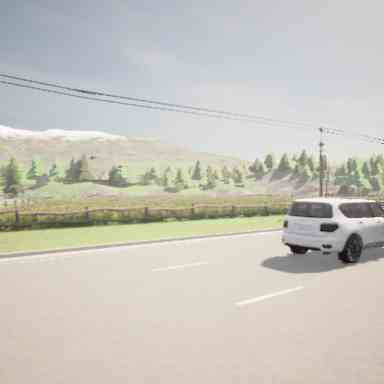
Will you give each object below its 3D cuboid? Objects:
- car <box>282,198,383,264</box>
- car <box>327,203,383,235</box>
[{"bbox_3d":[5.660,1.231,12.073,5.566,2.045,2.150,0,0,-35],"label":"car"},{"bbox_3d":[10.433,1.508,19.770,4.902,1.511,2.128,0,0,-35],"label":"car"}]
